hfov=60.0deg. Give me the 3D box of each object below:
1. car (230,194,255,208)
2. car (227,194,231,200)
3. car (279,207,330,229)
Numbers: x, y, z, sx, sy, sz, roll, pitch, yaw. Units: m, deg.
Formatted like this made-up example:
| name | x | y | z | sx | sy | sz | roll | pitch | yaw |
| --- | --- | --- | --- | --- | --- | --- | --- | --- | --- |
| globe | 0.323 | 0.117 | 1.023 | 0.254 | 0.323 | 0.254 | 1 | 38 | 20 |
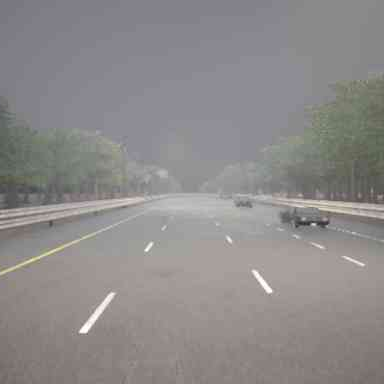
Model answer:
| name | x | y | z | sx | sy | sz | roll | pitch | yaw |
| --- | --- | --- | --- | --- | --- | --- | --- | --- | --- |
| car | 7.017 | 1.322 | 46.527 | 2.097 | 1.767 | 4.553 | 0 | 0 | 0 |
| car | 10.906 | 1.438 | 92.179 | 1.837 | 1.490 | 4.892 | 0 | 0 | 18 |
| car | 7.009 | 1.589 | 21.357 | 1.895 | 1.301 | 4.718 | 0 | 0 | 0 |
